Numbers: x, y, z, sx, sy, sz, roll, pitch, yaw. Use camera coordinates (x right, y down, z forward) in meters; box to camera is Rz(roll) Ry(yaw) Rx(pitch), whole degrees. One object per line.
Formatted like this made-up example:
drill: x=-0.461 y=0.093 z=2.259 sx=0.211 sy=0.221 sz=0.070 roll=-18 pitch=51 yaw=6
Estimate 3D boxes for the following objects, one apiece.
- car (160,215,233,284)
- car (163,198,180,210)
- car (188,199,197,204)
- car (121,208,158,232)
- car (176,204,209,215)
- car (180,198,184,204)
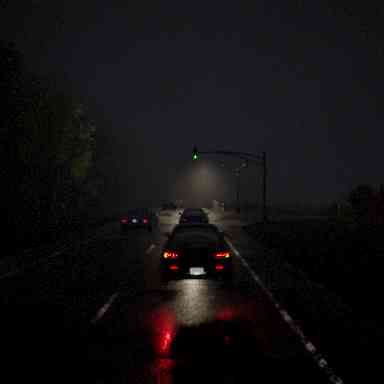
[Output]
car: x=0.108 y=1.632 z=9.781 sx=1.812 sy=1.442 sz=4.674 roll=0 pitch=0 yaw=0
car: x=-3.351 y=1.900 z=51.494 sx=2.097 sy=1.767 sz=4.553 roll=0 pitch=-1 yaw=0
car: x=0.071 y=2.325 z=74.332 sx=2.033 sy=1.411 sz=5.357 roll=0 pitch=-1 yaw=0
car: x=-3.377 y=1.786 z=22.105 sx=2.033 sy=1.411 sz=5.357 roll=0 pitch=-1 yaw=0
car: x=0.118 y=1.756 z=21.266 sx=1.812 sy=1.442 sz=4.674 roll=0 pitch=-1 yaw=0
car: x=-3.417 y=2.526 z=88.464 sx=1.895 sy=1.301 sz=4.718 roll=0 pitch=-1 yaw=0
